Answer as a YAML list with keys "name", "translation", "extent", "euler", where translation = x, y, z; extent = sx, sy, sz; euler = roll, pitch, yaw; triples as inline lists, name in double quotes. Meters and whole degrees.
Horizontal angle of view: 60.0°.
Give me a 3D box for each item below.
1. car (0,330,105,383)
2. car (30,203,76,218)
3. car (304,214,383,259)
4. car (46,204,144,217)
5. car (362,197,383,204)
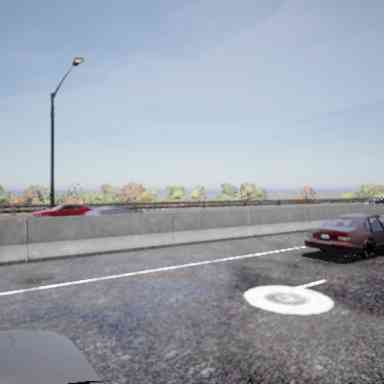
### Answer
- name: "car"
  translation: [-3.072, 1.547, 1.554]
  extent: [5.357, 1.411, 2.033]
  euler: [0, 0, -36]
- name: "car"
  translation: [-8.870, 1.530, 23.442]
  extent: [4.674, 1.442, 1.812]
  euler: [0, 0, -36]
- name: "car"
  translation: [6.556, 1.553, 12.719]
  extent: [5.357, 1.411, 2.033]
  euler: [0, 0, -35]
- name: "car"
  translation: [-4.632, 1.552, 17.884]
  extent: [5.357, 1.411, 2.033]
  euler: [0, 0, -35]
- name: "car"
  translation: [27.047, 1.509, 49.021]
  extent: [4.902, 1.511, 2.128]
  euler: [0, 0, -35]
